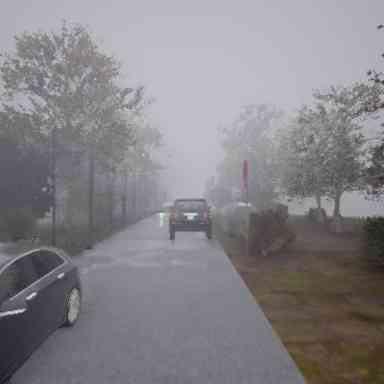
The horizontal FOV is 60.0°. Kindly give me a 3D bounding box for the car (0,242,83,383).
[{"bbox_3d":[-2.884,1.517,4.226,1.837,1.490,4.892,0,0,0],"label":"car"}]

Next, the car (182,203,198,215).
[{"bbox_3d":[-0.308,2.095,41.833,1.895,1.301,4.718,0,-1,-1],"label":"car"}]

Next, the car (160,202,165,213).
[{"bbox_3d":[-3.277,2.106,45.463,1.812,1.442,4.674,0,-1,0],"label":"car"}]

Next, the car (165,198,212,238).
[{"bbox_3d":[-0.085,1.330,18.369,2.150,2.045,5.566,0,-1,-1],"label":"car"}]
